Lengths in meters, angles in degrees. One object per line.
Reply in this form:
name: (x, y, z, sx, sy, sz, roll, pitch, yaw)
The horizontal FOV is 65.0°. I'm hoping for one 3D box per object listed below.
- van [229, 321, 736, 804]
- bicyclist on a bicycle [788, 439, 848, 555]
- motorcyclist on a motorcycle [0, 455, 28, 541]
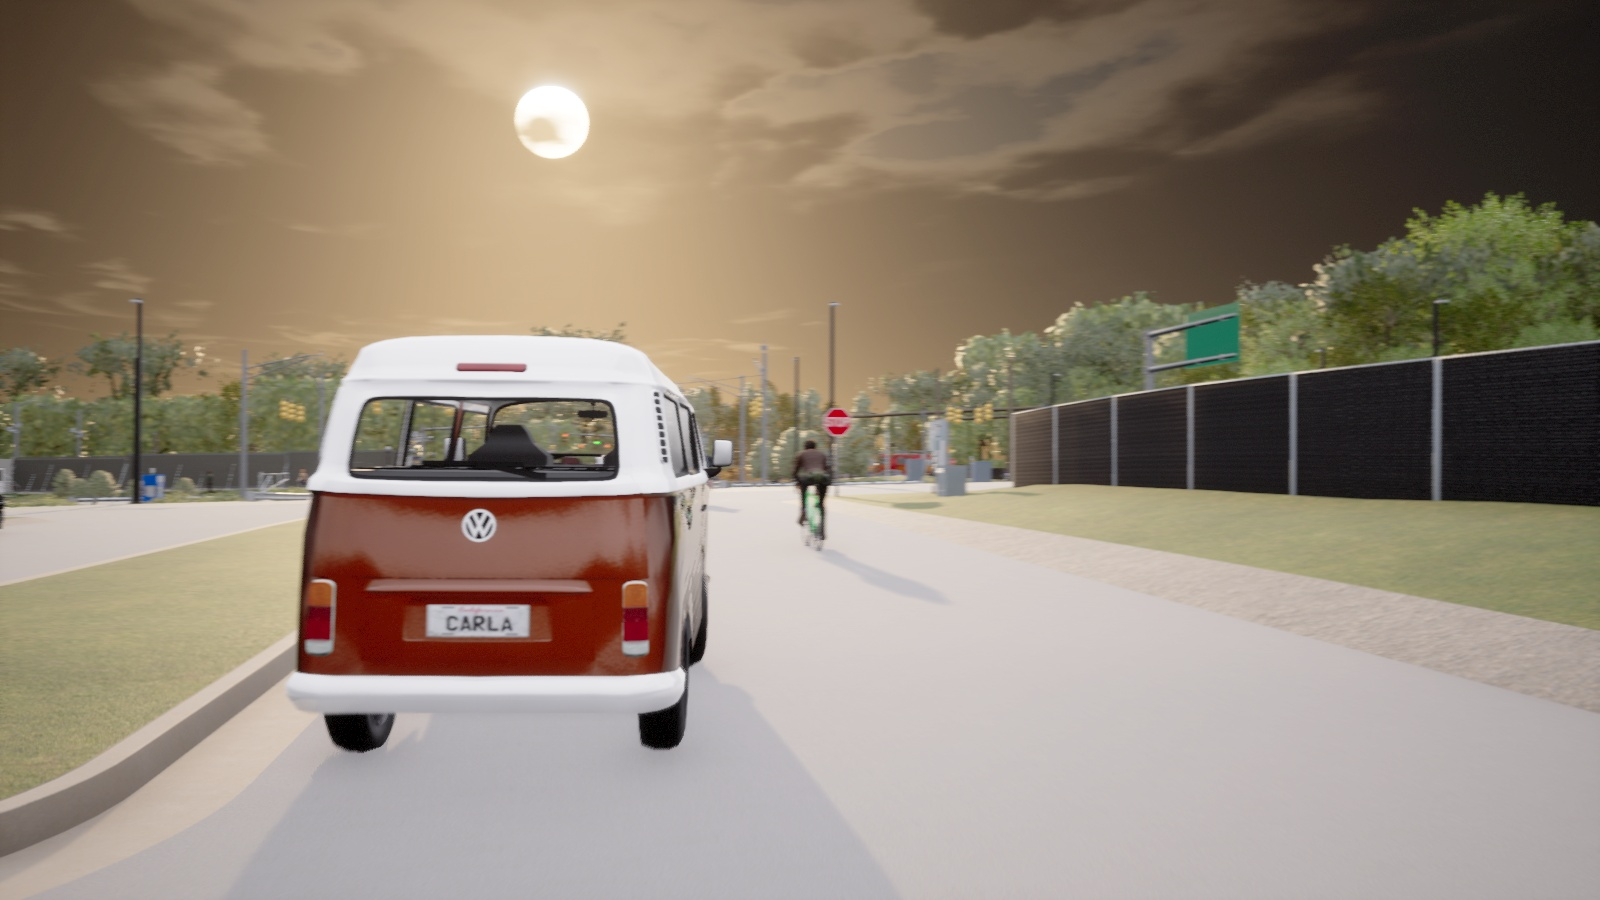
van: (-1.457, 0.479, 7.581, 2.069, 2.038, 4.480, 0, 0, -2)
bicyclist on a bicycle: (0.247, 0.658, 18.445, 0.582, 1.620, 1.656, 0, 0, -10)
motorcyclist on a motorcycle: (-15.745, 0.932, 24.066, 0.766, 1.649, 2.350, -1, -1, -9)
